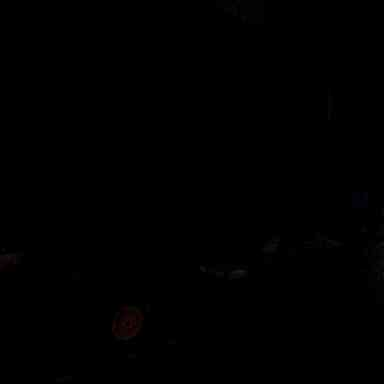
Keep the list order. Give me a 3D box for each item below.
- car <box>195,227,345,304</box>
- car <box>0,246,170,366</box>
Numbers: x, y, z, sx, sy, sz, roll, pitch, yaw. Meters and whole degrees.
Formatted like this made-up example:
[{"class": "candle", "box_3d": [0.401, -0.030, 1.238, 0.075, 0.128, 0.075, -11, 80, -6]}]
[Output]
[{"class": "car", "box_3d": [2.022, 1.540, 7.985, 4.206, 1.307, 1.802, 0, 0, -36]}, {"class": "car", "box_3d": [-2.472, 1.540, 4.771, 4.507, 1.381, 1.887, 0, 0, -36]}]
